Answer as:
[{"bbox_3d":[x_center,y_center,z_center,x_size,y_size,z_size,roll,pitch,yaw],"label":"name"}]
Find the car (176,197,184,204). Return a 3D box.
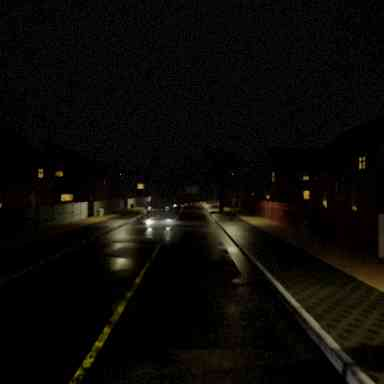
[{"bbox_3d":[-2.768,1.852,71.734,1.882,1.535,5.008,0,-1,0],"label":"car"}]

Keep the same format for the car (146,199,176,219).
[{"bbox_3d":[-2.854,1.430,30.129,2.097,1.767,4.553,0,0,0],"label":"car"}]

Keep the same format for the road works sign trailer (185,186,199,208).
[{"bbox_3d":[-0.013,0.695,54.206,2.380,3.560,2.880,0,0,0],"label":"road works sign trailer"}]
